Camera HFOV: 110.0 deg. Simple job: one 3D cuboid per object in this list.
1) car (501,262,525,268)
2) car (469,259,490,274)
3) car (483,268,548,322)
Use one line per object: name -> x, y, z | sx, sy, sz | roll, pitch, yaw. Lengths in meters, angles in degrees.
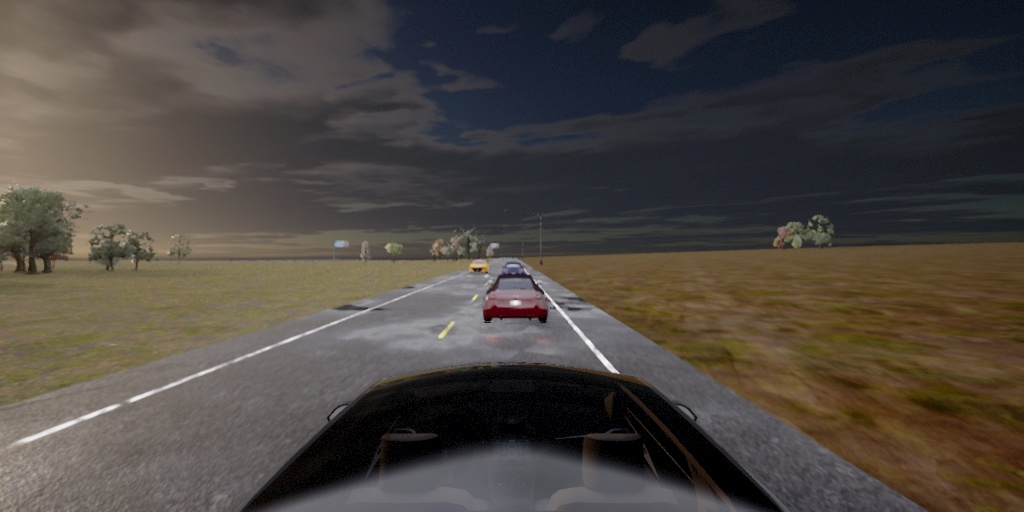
car -> 0.102, 1.216, 29.830 | 1.812, 1.442, 4.674 | 0, 0, 0
car -> -3.519, 1.147, 39.208 | 1.882, 1.535, 5.008 | 0, 0, 0
car -> 0.101, 1.292, 12.153 | 1.994, 1.385, 4.181 | 0, 0, 0
